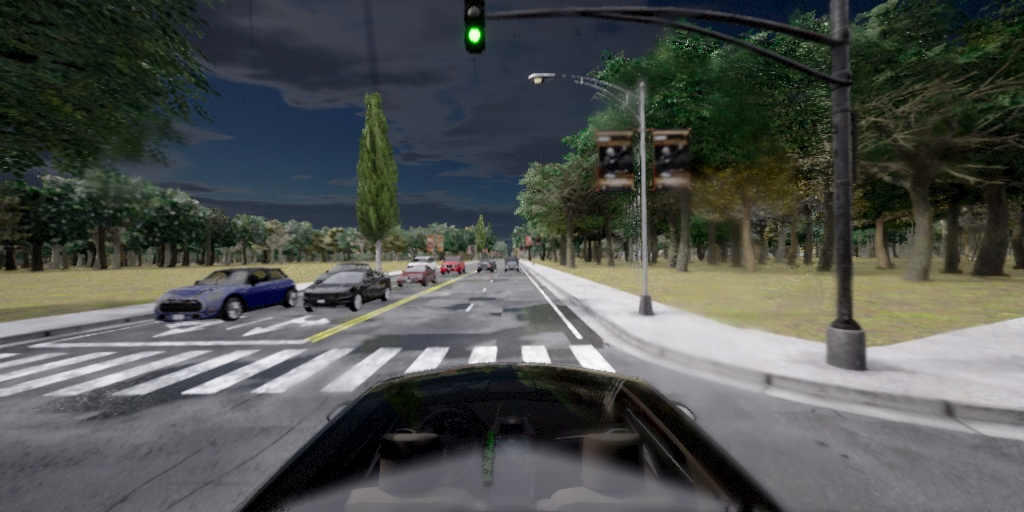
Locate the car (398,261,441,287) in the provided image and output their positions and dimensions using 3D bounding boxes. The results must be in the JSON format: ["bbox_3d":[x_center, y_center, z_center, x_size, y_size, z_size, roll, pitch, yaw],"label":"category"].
[{"bbox_3d":[-6.587,1.336,25.235,1.812,1.442,4.674,-1,0,0],"label":"car"}]

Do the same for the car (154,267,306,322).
[{"bbox_3d":[-9.845,1.212,12.826,2.097,1.767,4.553,-1,0,0],"label":"car"}]

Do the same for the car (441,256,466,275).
[{"bbox_3d":[-6.556,1.037,40.458,2.150,2.045,5.566,-1,0,0],"label":"car"}]

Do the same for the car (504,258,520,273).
[{"bbox_3d":[-0.005,1.272,43.757,2.033,1.411,5.357,-1,0,0],"label":"car"}]

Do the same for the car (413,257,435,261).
[{"bbox_3d":[-9.809,1.081,39.505,2.150,2.045,5.566,-1,0,1],"label":"car"}]

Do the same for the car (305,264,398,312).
[{"bbox_3d":[-6.587,1.291,14.875,1.882,1.535,5.008,-1,0,0],"label":"car"}]

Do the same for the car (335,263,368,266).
[{"bbox_3d":[-9.845,1.209,21.550,2.097,1.767,4.553,-1,0,0],"label":"car"}]

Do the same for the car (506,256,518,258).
[{"bbox_3d":[-0.007,0.958,54.217,2.150,2.045,5.566,-1,0,0],"label":"car"}]

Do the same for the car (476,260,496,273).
[{"bbox_3d":[-3.254,1.296,44.175,1.812,1.442,4.674,-1,0,0],"label":"car"}]
